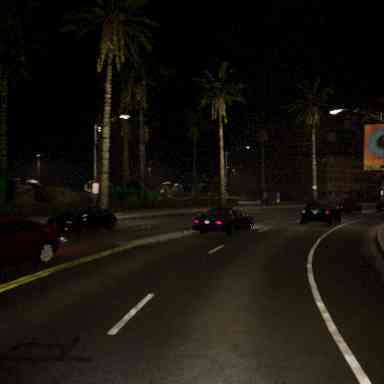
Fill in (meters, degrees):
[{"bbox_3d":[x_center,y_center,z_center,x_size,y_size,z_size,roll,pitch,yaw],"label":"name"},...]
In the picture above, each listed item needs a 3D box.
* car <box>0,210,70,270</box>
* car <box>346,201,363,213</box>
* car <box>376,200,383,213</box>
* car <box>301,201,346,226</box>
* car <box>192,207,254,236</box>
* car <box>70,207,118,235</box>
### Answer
[{"bbox_3d":[-5.722,1.434,9.071,1.882,1.535,5.008,0,0,14],"label":"car"},{"bbox_3d":[18.540,1.728,39.437,4.181,1.385,1.994,1,0,-41],"label":"car"},{"bbox_3d":[23.322,1.694,38.835,4.902,1.511,2.128,1,0,-38],"label":"car"},{"bbox_3d":[9.636,1.438,24.582,2.097,1.767,4.553,0,0,34],"label":"car"},{"bbox_3d":[1.925,1.569,18.838,2.033,1.411,5.357,0,0,28],"label":"car"},{"bbox_3d":[-6.003,1.521,18.505,1.994,1.385,4.181,0,0,25],"label":"car"}]
